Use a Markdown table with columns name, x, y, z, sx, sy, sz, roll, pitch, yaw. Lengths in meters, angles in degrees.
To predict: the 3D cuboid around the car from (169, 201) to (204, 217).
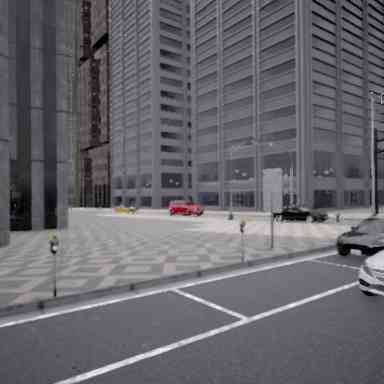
| name | x | y | z | sx | sy | sz | roll | pitch | yaw |
| --- | --- | --- | --- | --- | --- | --- | --- | --- | --- |
| car | -0.801 | 2.128 | 42.366 | 2.150 | 2.045 | 5.566 | 0 | -1 | -37 |

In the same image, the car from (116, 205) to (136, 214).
| name | x | y | z | sx | sy | sz | roll | pitch | yaw |
| --- | --- | --- | --- | --- | --- | --- | --- | --- | --- |
| car | -11.259 | 2.923 | 56.494 | 1.882 | 1.535 | 5.008 | 0 | -2 | -37 |

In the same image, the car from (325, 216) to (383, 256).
| name | x | y | z | sx | sy | sz | roll | pitch | yaw |
| --- | --- | --- | --- | --- | --- | --- | --- | --- | --- |
| car | 7.018 | 1.560 | 12.033 | 4.313 | 1.339 | 1.947 | 0 | 0 | -37 |

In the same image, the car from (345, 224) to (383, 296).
| name | x | y | z | sx | sy | sz | roll | pitch | yaw |
| --- | --- | --- | --- | --- | --- | --- | --- | --- | --- |
| car | 5.622 | 1.511 | 7.514 | 4.674 | 1.442 | 1.812 | 0 | 0 | -37 |

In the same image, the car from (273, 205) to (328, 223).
| name | x | y | z | sx | sy | sz | roll | pitch | yaw |
| --- | --- | --- | --- | --- | --- | --- | --- | --- | --- |
| car | 9.324 | 1.863 | 28.839 | 1.882 | 1.535 | 5.008 | 0 | -2 | -37 |
